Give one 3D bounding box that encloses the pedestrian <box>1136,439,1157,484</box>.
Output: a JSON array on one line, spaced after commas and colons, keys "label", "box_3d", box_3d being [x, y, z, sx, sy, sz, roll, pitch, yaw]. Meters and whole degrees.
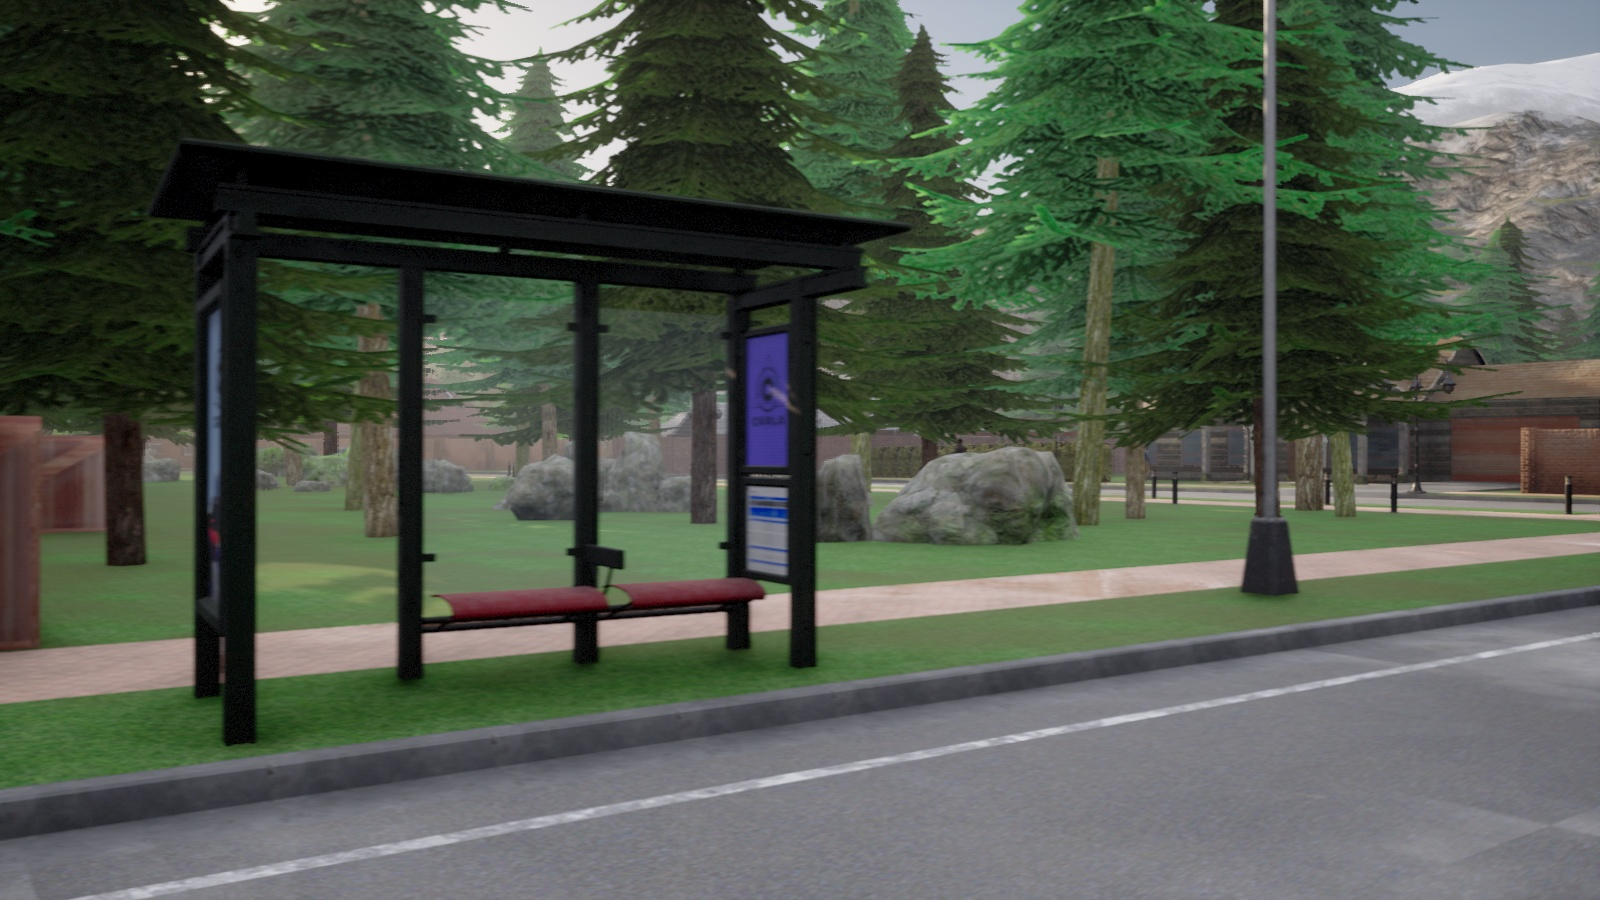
[{"label": "pedestrian", "box_3d": [14.992, 0.497, 54.392, 0.423, 1.949, 0.788, 0, 0, -35]}]
